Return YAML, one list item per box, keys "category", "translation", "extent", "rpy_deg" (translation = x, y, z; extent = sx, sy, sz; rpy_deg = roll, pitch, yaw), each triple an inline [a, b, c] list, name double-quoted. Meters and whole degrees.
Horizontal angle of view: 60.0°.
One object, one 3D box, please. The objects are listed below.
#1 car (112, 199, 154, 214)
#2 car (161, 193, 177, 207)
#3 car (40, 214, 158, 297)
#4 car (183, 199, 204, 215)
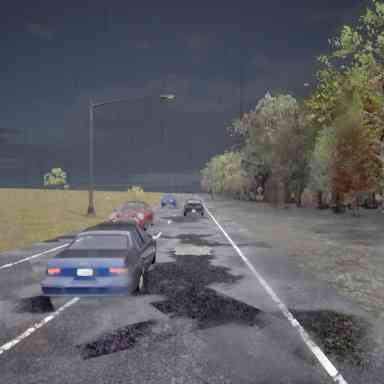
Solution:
- category: "car"
  translation: [-3.591, 1.352, 20.339]
  extent: [2.097, 1.767, 4.553]
  rpy_deg: [0, 0, 1]
- category: "car"
  translation: [-3.478, 1.211, 50.523]
  extent: [2.150, 2.045, 5.566]
  rpy_deg: [0, 0, 0]
- category: "car"
  translation: [-2.033, 1.548, 8.750]
  extent: [2.033, 1.411, 5.357]
  rpy_deg: [0, 0, -1]
- category: "car"
  translation: [0.179, 1.501, 33.290]
  extent: [1.837, 1.490, 4.892]
  rpy_deg: [0, 0, 0]
